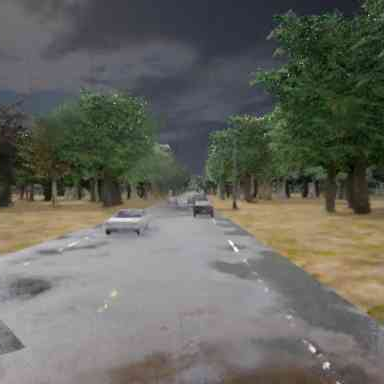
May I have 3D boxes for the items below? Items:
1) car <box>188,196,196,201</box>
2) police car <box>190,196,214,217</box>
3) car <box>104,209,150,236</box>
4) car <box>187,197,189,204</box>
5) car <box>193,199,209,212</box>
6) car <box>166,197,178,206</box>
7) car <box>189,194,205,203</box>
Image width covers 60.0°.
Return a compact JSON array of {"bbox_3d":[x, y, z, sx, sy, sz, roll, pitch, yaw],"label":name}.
[{"bbox_3d":[0.011,1.633,84.011,1.895,1.301,4.718,0,0,0],"label":"car"},{"bbox_3d":[1.054,1.518,32.190,1.930,1.638,5.238,0,0,0],"label":"police car"},{"bbox_3d":[-3.597,1.660,19.098,1.895,1.301,4.718,0,0,0],"label":"car"},{"bbox_3d":[0.009,1.632,66.789,2.128,1.511,4.902,0,0,0],"label":"car"},{"bbox_3d":[1.056,1.618,42.083,1.837,1.490,4.892,0,0,0],"label":"car"},{"bbox_3d":[-3.536,1.662,59.649,1.812,1.442,4.674,0,0,1],"label":"car"},{"bbox_3d":[1.056,1.346,48.116,2.150,2.045,5.566,0,0,0],"label":"car"}]
